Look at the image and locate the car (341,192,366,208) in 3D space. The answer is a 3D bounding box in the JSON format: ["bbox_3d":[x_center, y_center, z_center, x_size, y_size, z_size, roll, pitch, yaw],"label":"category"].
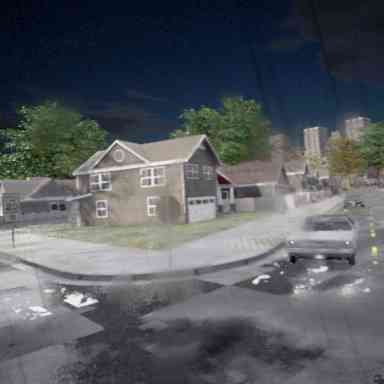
[{"bbox_3d":[16.410,0.787,33.797,1.837,1.490,4.892,-4,0,28],"label":"car"}]

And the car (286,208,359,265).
[{"bbox_3d":[4.504,1.442,11.133,1.895,1.301,4.718,-4,-1,28],"label":"car"}]
